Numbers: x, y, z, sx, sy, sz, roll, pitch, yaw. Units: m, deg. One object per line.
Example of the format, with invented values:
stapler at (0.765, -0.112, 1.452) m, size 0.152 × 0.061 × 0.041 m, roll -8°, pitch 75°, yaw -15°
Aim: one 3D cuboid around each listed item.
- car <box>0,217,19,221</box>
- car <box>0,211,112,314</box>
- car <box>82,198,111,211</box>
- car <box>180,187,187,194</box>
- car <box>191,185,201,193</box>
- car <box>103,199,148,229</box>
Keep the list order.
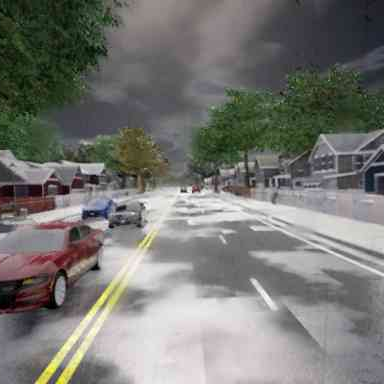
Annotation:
car at (-6.856, 1.645, 12.059) m, size 1.895 × 1.301 × 4.718 m, roll -1°, pitch 1°, yaw -2°
car at (-3.509, 1.490, 8.026) m, size 1.882 × 1.535 × 5.008 m, roll -1°, pitch 1°, yaw -1°
car at (-7.196, 1.246, 26.300) m, size 1.882 × 1.535 × 5.008 m, roll -1°, pitch 1°, yaw -1°
car at (-2.182, -0.402, 87.613) m, size 1.882 × 1.535 × 5.008 m, roll -1°, pitch 1°, yaw -1°
car at (1.067, -0.730, 87.365) m, size 2.150 × 2.045 × 5.566 m, roll -1°, pitch 1°, yaw -1°
car at (-3.814, 1.320, 20.454) m, size 1.837 × 1.490 × 4.892 m, roll -1°, pitch 1°, yaw -1°
